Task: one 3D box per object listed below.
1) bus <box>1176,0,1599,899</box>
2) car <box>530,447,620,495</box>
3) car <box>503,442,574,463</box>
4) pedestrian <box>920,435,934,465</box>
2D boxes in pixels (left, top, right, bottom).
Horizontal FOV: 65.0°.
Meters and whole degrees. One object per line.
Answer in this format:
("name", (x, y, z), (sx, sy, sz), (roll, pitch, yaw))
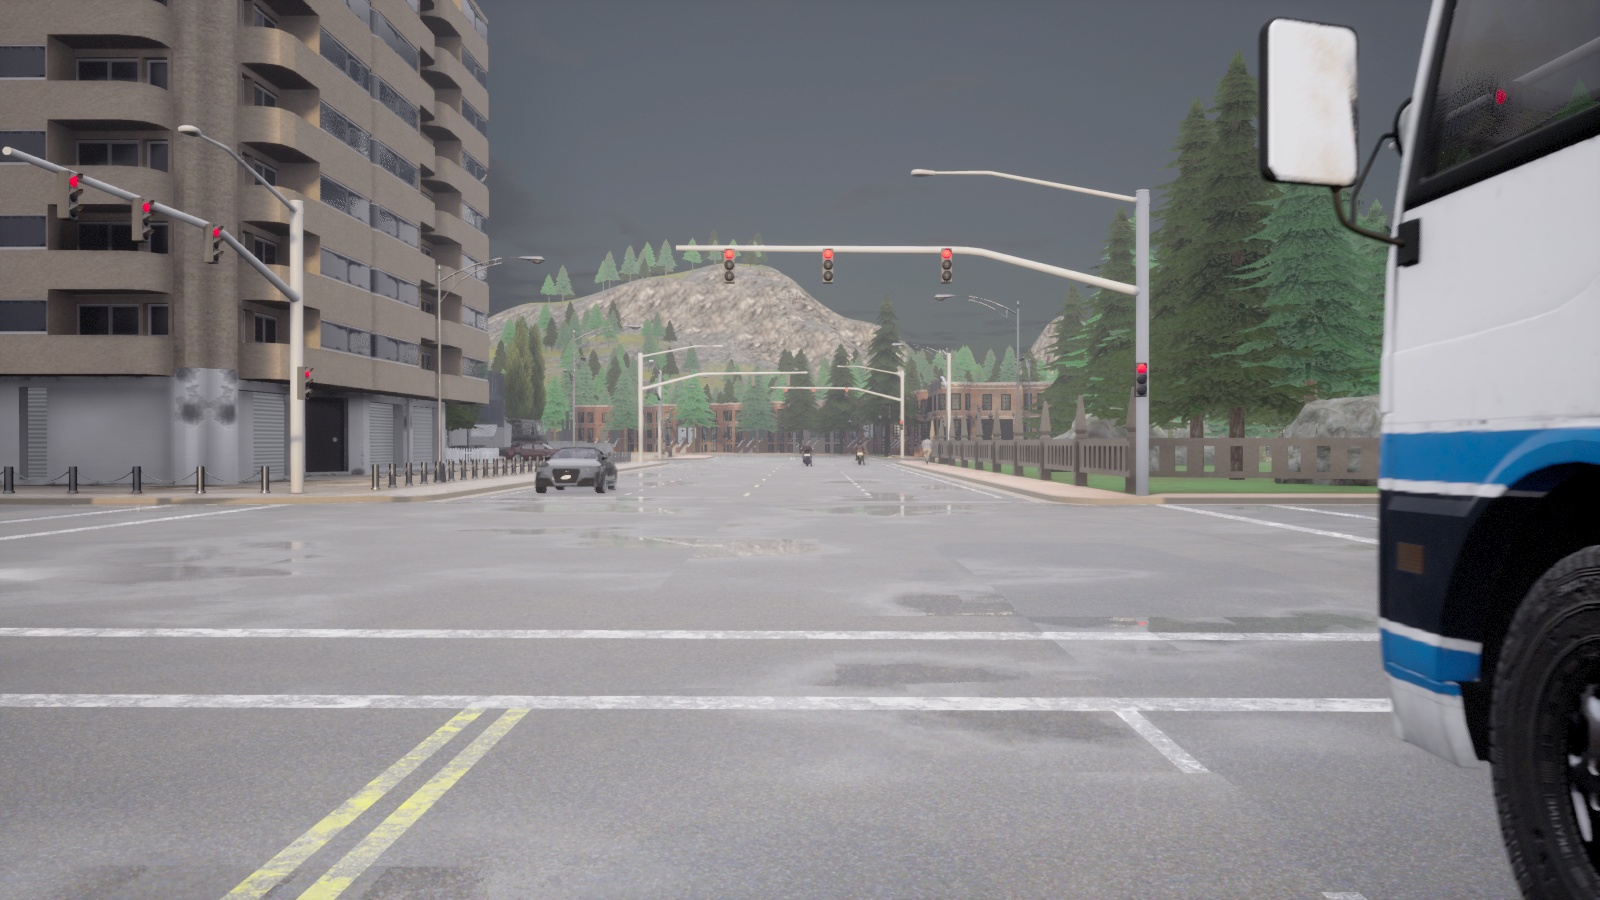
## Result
("bus", (3.517, -0.628, 0.109), (3.944, 4.253, 10.273), (0, 0, 0))
("car", (-6.776, 0.590, 38.266), (1.994, 1.385, 4.181), (0, 0, 0))
("car", (-19.808, 0.170, 95.341), (5.008, 1.535, 1.882), (0, 0, 0))
("pedestrian", (7.901, -0.030, 78.227), (0.874, 1.855, 0.900), (0, 0, 5))
